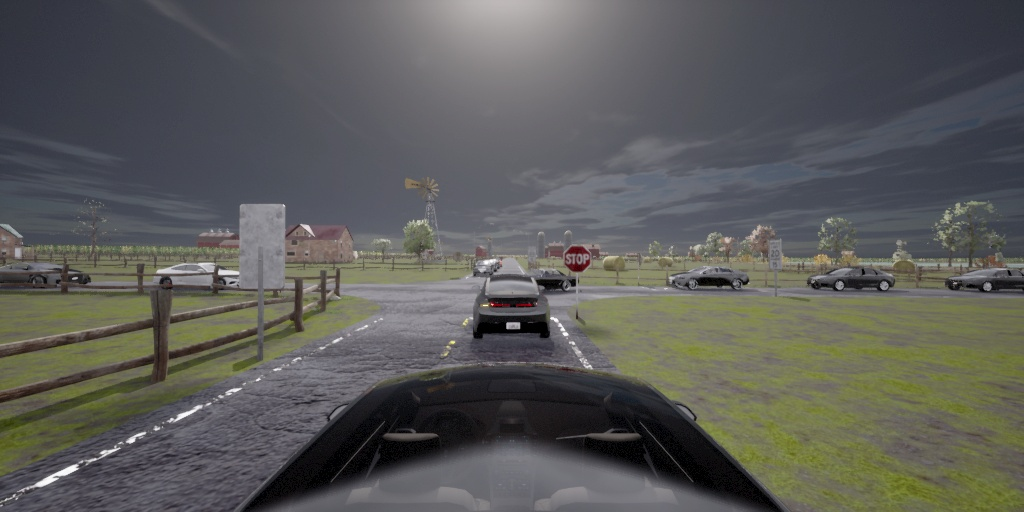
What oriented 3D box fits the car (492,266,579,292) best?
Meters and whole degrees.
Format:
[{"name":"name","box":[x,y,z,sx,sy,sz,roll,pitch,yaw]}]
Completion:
[{"name":"car","box":[1.491,1.369,20.186,4.718,1.301,1.895,1,0,-35]}]

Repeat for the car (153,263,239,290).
[{"name":"car","box":[-17.252,1.104,20.088,4.674,1.442,1.812,1,-1,-1]}]

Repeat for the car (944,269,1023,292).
[{"name":"car","box":[31.692,1.587,23.720,4.892,1.490,1.837,1,-1,-1]}]

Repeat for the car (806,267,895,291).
[{"name":"car","box":[22.190,1.499,23.595,4.892,1.490,1.837,1,-1,-1]}]

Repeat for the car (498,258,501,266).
[{"name":"car","box":[-2.872,1.241,46.270,2.128,1.511,4.902,0,0,0]}]

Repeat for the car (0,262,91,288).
[{"name":"car","box":[-26.372,1.048,19.962,4.181,1.385,1.994,1,-1,-1]}]

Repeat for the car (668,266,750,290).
[{"name":"car","box":[12.788,1.396,23.419,4.902,1.511,2.128,1,-1,-2]}]

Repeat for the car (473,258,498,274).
[{"name":"car","box":[-2.875,1.243,36.825,2.128,1.511,4.902,0,0,0]}]

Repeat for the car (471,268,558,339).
[{"name":"car","box":[-0.078,1.256,10.139,1.837,1.490,4.892,0,0,-2]}]
